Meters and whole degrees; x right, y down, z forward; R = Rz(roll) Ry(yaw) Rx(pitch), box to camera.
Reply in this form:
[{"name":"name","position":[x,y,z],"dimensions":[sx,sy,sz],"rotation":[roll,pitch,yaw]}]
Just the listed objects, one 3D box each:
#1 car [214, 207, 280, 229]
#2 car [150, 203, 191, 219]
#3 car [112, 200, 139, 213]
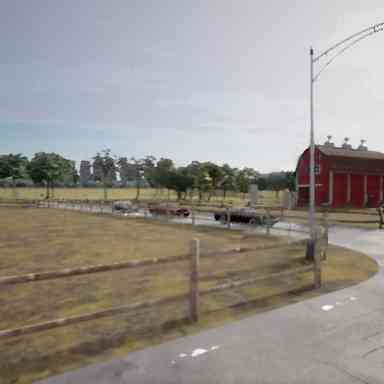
[{"name":"car","position":[3.707,1.704,23.012],"dimensions":[1.895,1.301,4.718],"rotation":[-1,0,-36]},{"name":"car","position":[-2.069,1.731,31.141],"dimensions":[1.895,1.301,4.718],"rotation":[-1,0,-35]},{"name":"car","position":[-8.002,1.720,39.537],"dimensions":[1.812,1.442,4.674],"rotation":[-1,0,-35]}]
